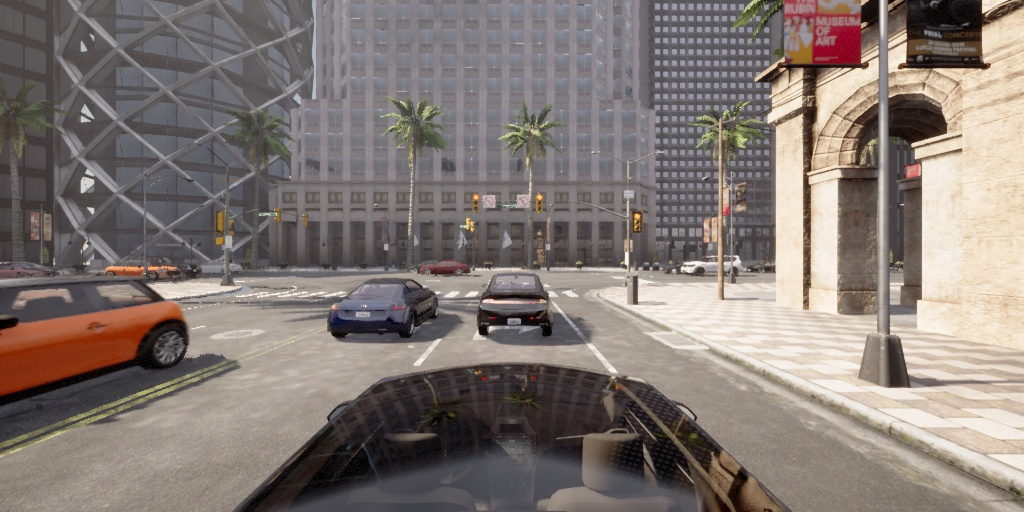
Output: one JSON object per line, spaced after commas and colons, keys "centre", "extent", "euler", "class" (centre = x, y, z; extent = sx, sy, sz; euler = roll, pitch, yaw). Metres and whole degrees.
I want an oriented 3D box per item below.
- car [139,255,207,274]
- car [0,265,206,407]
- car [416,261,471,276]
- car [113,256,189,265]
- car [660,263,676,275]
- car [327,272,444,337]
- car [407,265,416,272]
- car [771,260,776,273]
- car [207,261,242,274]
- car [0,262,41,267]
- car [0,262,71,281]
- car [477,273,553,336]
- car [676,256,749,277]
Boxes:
{"centre": [-31.167, 0.971, 31.965], "extent": [5.566, 2.045, 2.150], "euler": [0, 0, -3], "class": "car"}
{"centre": [-7.076, 1.102, 4.723], "extent": [2.097, 1.767, 4.553], "euler": [0, 0, 0], "class": "car"}
{"centre": [-6.634, 1.227, 35.915], "extent": [5.008, 1.535, 1.882], "euler": [0, 0, 0], "class": "car"}
{"centre": [-29.127, 1.102, 28.469], "extent": [4.553, 1.767, 2.097], "euler": [0, 0, -3], "class": "car"}
{"centre": [18.856, 1.255, 39.337], "extent": [4.892, 1.490, 1.837], "euler": [0, 0, 0], "class": "car"}
{"centre": [-3.419, 1.314, 10.261], "extent": [1.994, 1.385, 4.181], "euler": [0, 0, 0], "class": "car"}
{"centre": [-9.067, 1.255, 39.423], "extent": [4.892, 1.490, 1.837], "euler": [0, 0, 0], "class": "car"}
{"centre": [31.444, 1.314, 39.291], "extent": [4.181, 1.385, 1.994], "euler": [0, 0, 0], "class": "car"}
{"centre": [-32.147, 1.276, 39.075], "extent": [4.674, 1.442, 1.812], "euler": [0, 0, -5], "class": "car"}
{"centre": [-37.651, 1.314, 27.186], "extent": [4.181, 1.385, 1.994], "euler": [0, 0, -19], "class": "car"}
{"centre": [-40.837, 1.242, 29.757], "extent": [4.902, 1.511, 2.128], "euler": [0, 0, -22], "class": "car"}
{"centre": [0.118, 1.242, 10.392], "extent": [2.128, 1.511, 4.902], "euler": [0, 0, 2], "class": "car"}
{"centre": [19.977, 0.972, 35.835], "extent": [5.566, 2.045, 2.150], "euler": [0, 0, 0], "class": "car"}
